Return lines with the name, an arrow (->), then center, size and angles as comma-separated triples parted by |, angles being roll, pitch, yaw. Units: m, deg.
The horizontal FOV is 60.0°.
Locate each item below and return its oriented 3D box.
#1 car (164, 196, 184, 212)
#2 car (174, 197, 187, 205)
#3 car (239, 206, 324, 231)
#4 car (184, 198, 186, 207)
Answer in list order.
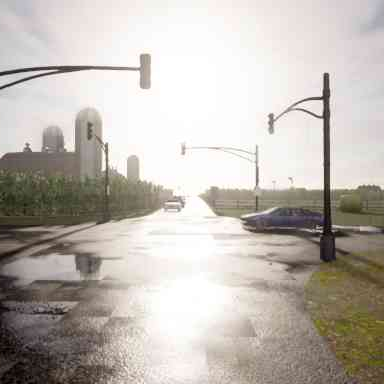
car -> -2.271, 1.564, 40.160 | 1.812, 1.442, 4.674 | 0, 0, 1
car -> -2.042, 1.622, 61.343 | 2.033, 1.411, 5.357 | 0, 0, 1
car -> 5.725, 1.591, 20.657 | 5.357, 1.411, 2.033 | 1, 0, -3
car -> -2.177, 1.405, 49.987 | 2.097, 1.767, 4.553 | 0, 0, 1
